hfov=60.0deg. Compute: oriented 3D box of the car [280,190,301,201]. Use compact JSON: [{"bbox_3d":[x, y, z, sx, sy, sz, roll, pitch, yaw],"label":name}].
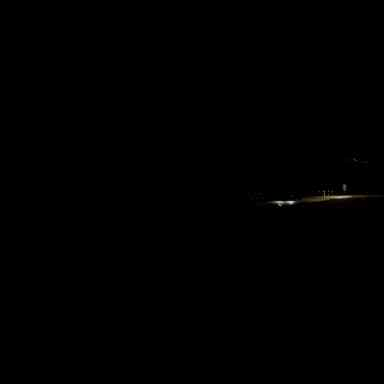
[{"bbox_3d":[14.681,0.495,49.363,1.882,1.535,5.008,-1,0,36],"label":"car"}]
